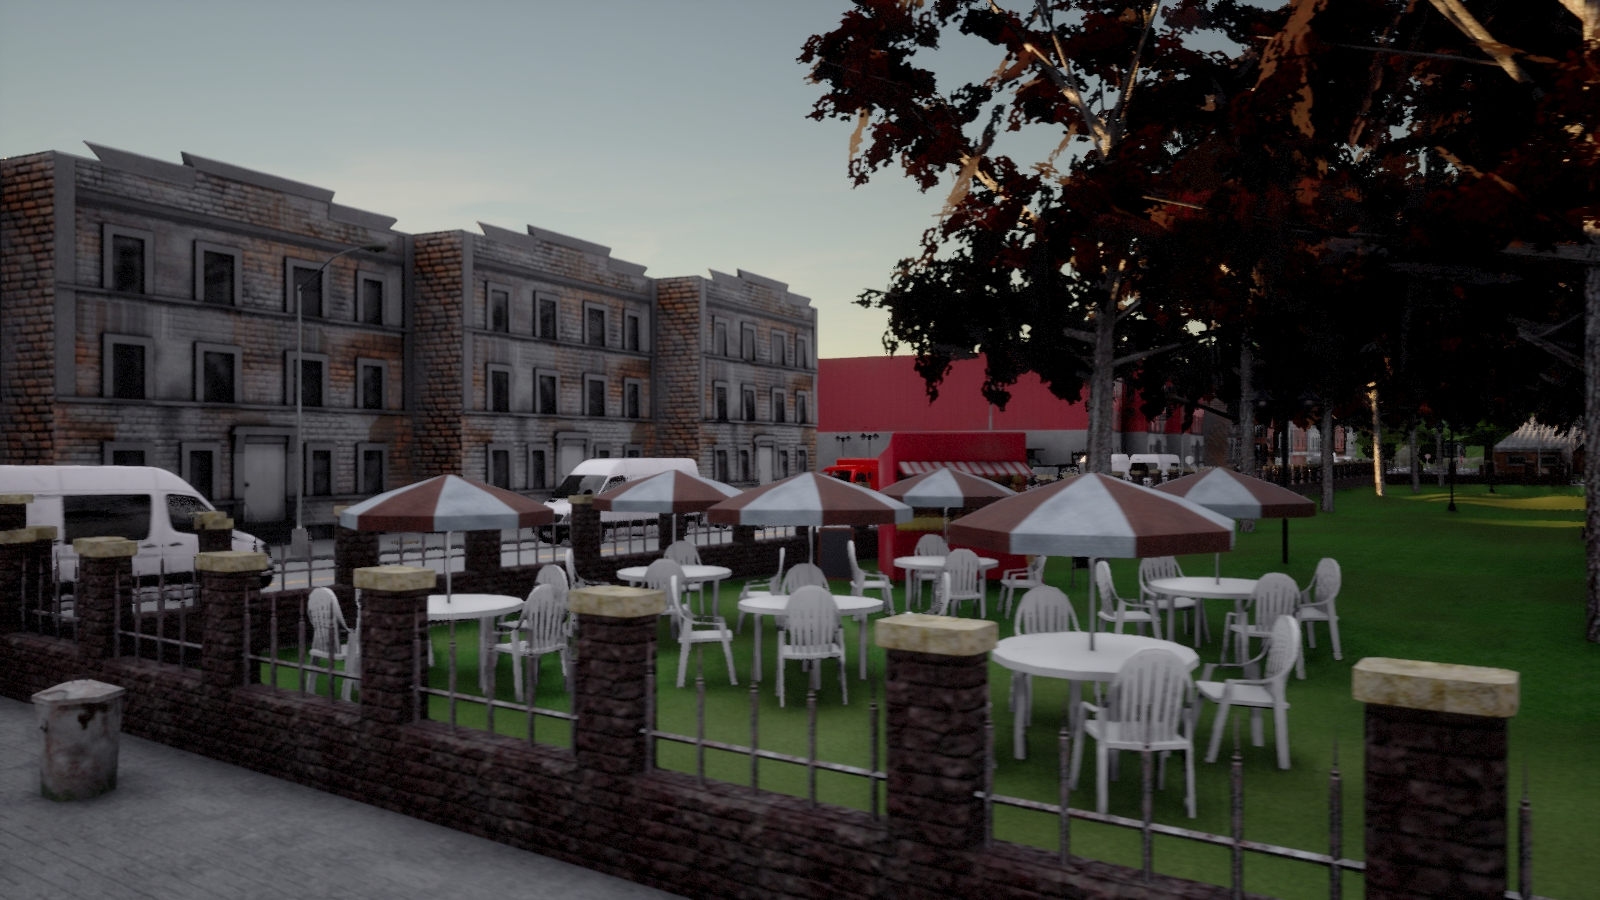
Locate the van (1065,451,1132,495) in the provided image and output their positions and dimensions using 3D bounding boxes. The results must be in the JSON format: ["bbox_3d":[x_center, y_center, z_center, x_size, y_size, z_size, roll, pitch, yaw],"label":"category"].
[{"bbox_3d":[18.036,1.314,68.809,1.988,2.561,5.915,0,0,35],"label":"van"}]

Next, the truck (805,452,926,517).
[{"bbox_3d":[2.781,1.346,46.991,2.627,2.467,5.204,0,0,35],"label":"truck"}]

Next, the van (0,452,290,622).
[{"bbox_3d":[-11.891,1.314,19.293,1.988,2.561,5.915,0,0,31],"label":"van"}]

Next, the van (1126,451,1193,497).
[{"bbox_3d":[20.707,1.314,65.652,1.988,2.561,5.915,0,0,35],"label":"van"}]

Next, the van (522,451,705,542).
[{"bbox_3d":[-5.573,1.315,35.053,1.988,2.561,5.915,0,0,35],"label":"van"}]
